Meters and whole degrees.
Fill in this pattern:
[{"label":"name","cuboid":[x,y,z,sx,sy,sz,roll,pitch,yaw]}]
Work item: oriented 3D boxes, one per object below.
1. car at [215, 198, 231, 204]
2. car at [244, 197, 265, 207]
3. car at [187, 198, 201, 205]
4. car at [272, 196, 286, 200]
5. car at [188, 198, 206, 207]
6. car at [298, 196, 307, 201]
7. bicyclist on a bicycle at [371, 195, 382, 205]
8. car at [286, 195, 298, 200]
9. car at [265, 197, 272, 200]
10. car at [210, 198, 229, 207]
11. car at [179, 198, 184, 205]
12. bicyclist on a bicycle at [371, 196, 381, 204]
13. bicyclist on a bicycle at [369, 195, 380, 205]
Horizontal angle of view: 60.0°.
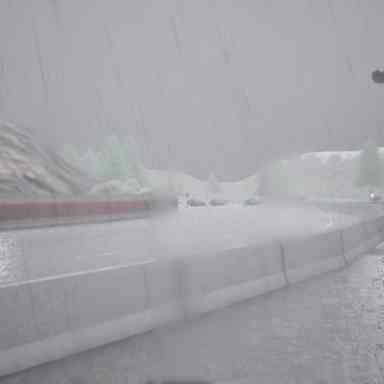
[{"label":"car","cuboid":[7.146,2.095,78.175,2.128,1.511,4.902,0,0,-16]},{"label":"car","cuboid":[11.399,1.944,62.937,1.837,1.490,4.892,0,0,-14]},{"label":"car","cuboid":[0.393,2.163,76.334,1.994,1.385,4.181,0,0,-16]},{"label":"car","cuboid":[20.419,1.836,82.683,2.128,1.511,4.902,0,0,-16]},{"label":"car","cuboid":[1.004,2.056,61.142,2.033,1.411,5.357,0,0,-15]},{"label":"car","cuboid":[27.155,1.796,84.587,2.128,1.511,4.902,0,0,-16]},{"label":"bicyclist on a bicycle","cuboid":[37.348,1.600,67.375,1.656,1.620,0.582,23,-8,-15]},{"label":"car","cuboid":[23.794,1.646,83.607,2.097,1.767,4.553,0,0,-16]},{"label":"car","cuboid":[17.044,1.926,81.759,1.895,1.301,4.718,0,0,-16]},{"label":"car","cuboid":[4.630,1.985,61.087,1.837,1.490,4.892,0,0,-15]},{"label":"car","cuboid":[-3.194,2.115,76.155,1.882,1.535,5.008,0,0,-16]},{"label":"bicyclist on a bicycle","cuboid":[37.486,1.598,66.818,1.656,1.620,0.582,22,-5,-14]},{"label":"bicyclist on a bicycle","cuboid":[37.216,1.605,67.872,1.656,1.620,0.582,24,-6,-14]}]
